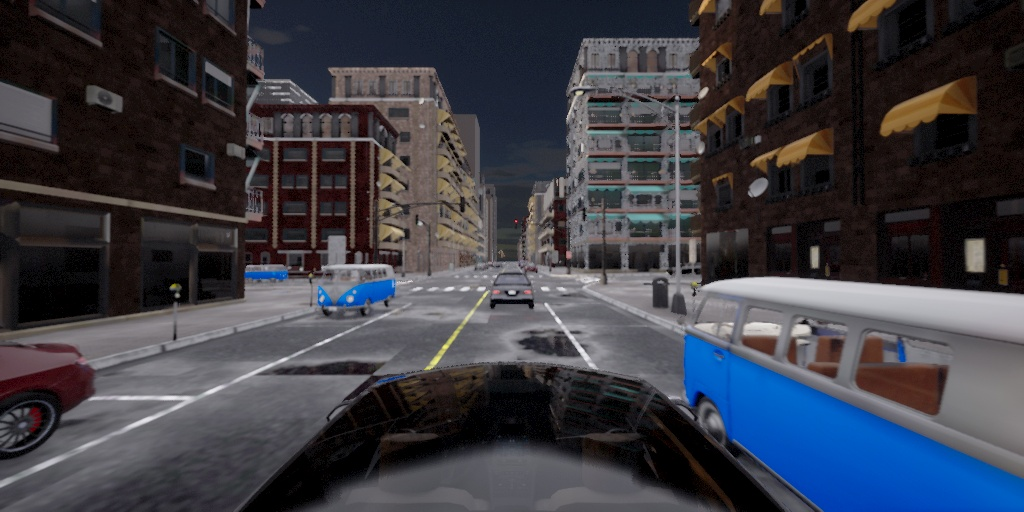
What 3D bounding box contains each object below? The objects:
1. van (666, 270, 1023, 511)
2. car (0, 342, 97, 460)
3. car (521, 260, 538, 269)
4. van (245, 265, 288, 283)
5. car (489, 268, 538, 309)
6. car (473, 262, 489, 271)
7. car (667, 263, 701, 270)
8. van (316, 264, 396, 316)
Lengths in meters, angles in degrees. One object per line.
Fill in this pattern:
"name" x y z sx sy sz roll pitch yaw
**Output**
"van" 2.689 1.097 2.433 1.690 1.789 3.998 0 0 0
"car" -5.691 1.339 2.437 1.802 1.307 4.207 0 0 0
"car" 2.691 1.666 51.599 1.967 1.591 4.097 0 0 0
"van" -25.367 1.831 36.951 3.998 1.789 1.690 0 0 0
"car" 0.001 1.430 15.841 2.033 1.411 5.357 0 -1 0
"car" -5.690 1.884 62.667 2.007 1.370 4.403 0 0 0
"car" 18.270 1.347 37.162 4.313 1.339 1.948 0 0 0
"van" -5.803 1.203 13.705 1.690 1.789 3.998 0 0 0
